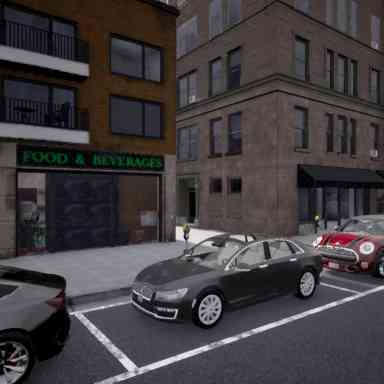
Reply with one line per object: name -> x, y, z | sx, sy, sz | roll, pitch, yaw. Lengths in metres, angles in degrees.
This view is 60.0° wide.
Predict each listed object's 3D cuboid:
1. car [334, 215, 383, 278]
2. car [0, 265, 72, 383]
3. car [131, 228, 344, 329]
car -> 5.406, 1.442, 10.037 | 4.097, 1.590, 1.967 | 0, 0, -35
car -> -3.585, 1.566, 3.635 | 4.313, 1.339, 1.947 | 0, 0, -35
car -> 0.910, 1.551, 6.836 | 4.403, 1.369, 2.008 | 0, 0, -35
